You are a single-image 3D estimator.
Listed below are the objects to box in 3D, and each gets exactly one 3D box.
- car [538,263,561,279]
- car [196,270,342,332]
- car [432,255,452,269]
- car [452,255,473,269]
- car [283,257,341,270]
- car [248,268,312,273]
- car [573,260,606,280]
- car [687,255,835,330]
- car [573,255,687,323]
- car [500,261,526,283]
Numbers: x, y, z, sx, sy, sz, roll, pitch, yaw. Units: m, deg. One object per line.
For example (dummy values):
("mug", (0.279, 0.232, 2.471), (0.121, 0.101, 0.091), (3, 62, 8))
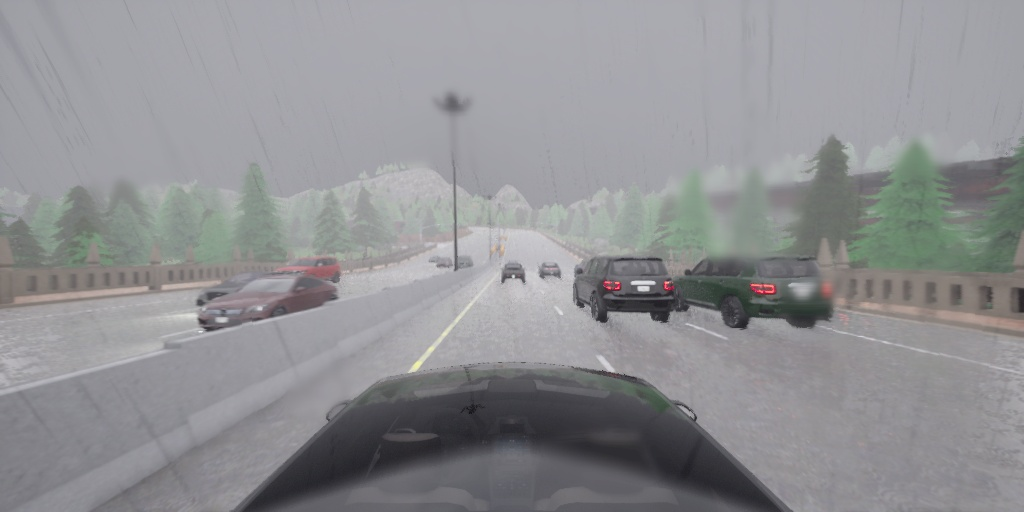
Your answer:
("car", (3.610, 1.375, 34.912), (2.128, 1.511, 4.902), (0, 0, 0))
("car", (-7.096, 1.314, 11.103), (1.812, 1.442, 4.674), (0, 0, 0))
("car", (-10.538, 1.009, 56.176), (2.097, 1.767, 4.553), (0, 3, 0))
("car", (-7.047, 0.991, 53.309), (2.150, 2.045, 5.566), (0, 2, 1))
("car", (-14.088, 1.068, 25.131), (2.150, 2.045, 5.566), (0, 0, 0))
("car", (-10.594, 1.368, 14.891), (1.994, 1.385, 4.181), (0, 0, 0))
("car", (7.110, 1.233, 33.346), (2.097, 1.767, 4.553), (0, 0, 0))
("car", (7.104, 1.010, 11.448), (2.150, 2.045, 5.566), (0, -1, 0))
("car", (3.604, 1.015, 12.502), (2.150, 2.045, 5.566), (0, -1, 0))
("car", (0.109, 1.367, 29.840), (1.837, 1.490, 4.892), (0, -1, 0))
